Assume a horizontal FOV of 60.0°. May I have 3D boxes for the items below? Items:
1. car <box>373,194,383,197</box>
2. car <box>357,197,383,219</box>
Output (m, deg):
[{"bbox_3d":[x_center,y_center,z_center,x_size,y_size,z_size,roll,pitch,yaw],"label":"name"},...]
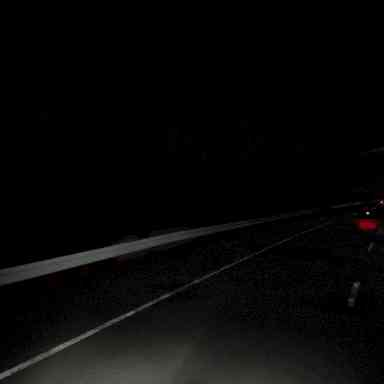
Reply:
[{"bbox_3d":[22.049,1.221,38.187,2.150,2.045,5.566,0,0,35],"label":"car"},{"bbox_3d":[16.006,1.505,29.643,1.837,1.490,4.892,0,0,35],"label":"car"}]
